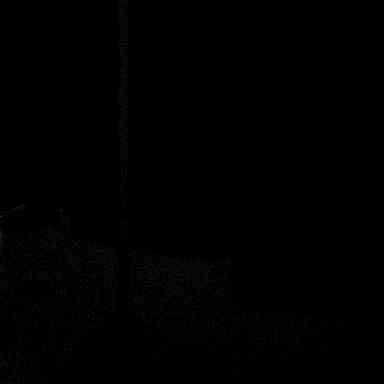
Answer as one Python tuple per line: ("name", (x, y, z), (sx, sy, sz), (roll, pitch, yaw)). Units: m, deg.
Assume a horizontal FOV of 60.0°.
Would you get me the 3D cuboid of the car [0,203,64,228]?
("car", (-10.979, 1.484, 22.385), (1.812, 1.442, 4.674), (0, 0, 36))
